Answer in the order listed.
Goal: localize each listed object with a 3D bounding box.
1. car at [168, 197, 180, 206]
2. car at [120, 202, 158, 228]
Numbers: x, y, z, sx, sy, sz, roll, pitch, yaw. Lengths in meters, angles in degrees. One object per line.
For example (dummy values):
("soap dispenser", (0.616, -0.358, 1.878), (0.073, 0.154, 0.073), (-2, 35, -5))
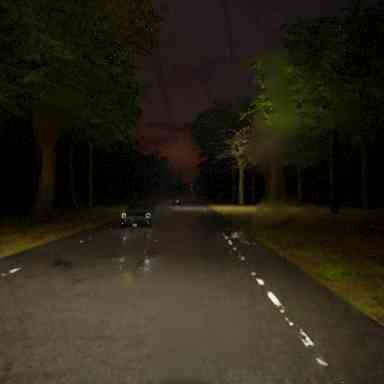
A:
("car", (-3.447, 1.676, 63.970), (2.097, 1.767, 4.553), (0, 0, 1))
("car", (-3.571, 1.496, 23.095), (2.097, 1.767, 4.553), (0, 0, 0))
